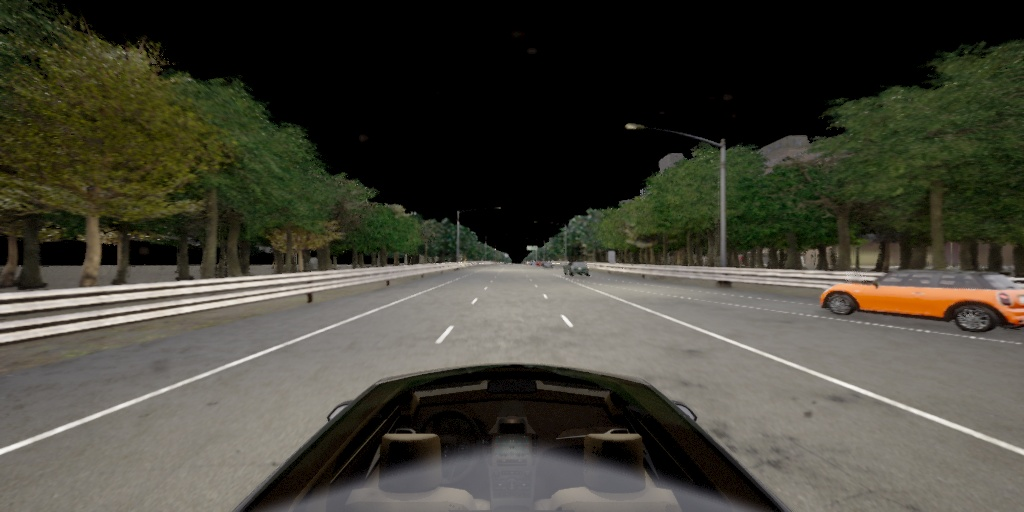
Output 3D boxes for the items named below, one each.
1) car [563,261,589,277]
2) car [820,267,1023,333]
[{"bbox_3d":[7.180,1.379,40.528,2.097,1.767,4.553,0,0,-3],"label":"car"},{"bbox_3d":[12.818,1.204,11.475,2.097,1.767,4.553,1,-1,-19],"label":"car"}]
